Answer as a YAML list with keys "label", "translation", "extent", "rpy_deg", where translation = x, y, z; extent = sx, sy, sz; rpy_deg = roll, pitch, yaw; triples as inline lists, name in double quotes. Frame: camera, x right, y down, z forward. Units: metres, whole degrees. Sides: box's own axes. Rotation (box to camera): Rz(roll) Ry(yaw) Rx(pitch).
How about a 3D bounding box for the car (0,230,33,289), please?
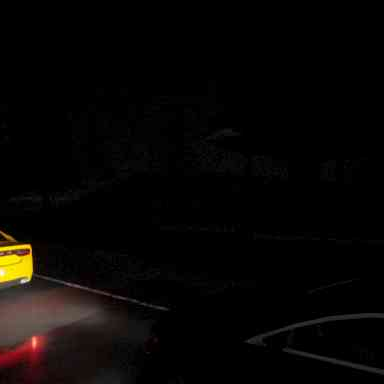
- label: "car"
  translation: [-5.867, 1.468, 8.023]
  extent: [5.008, 1.535, 1.882]
  rpy_deg: [0, 0, 35]

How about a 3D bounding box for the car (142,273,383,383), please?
- label: "car"
  translation: [1.732, 1.492, 2.772]
  extent: [4.902, 1.511, 2.128]
  rpy_deg: [0, 0, 35]
